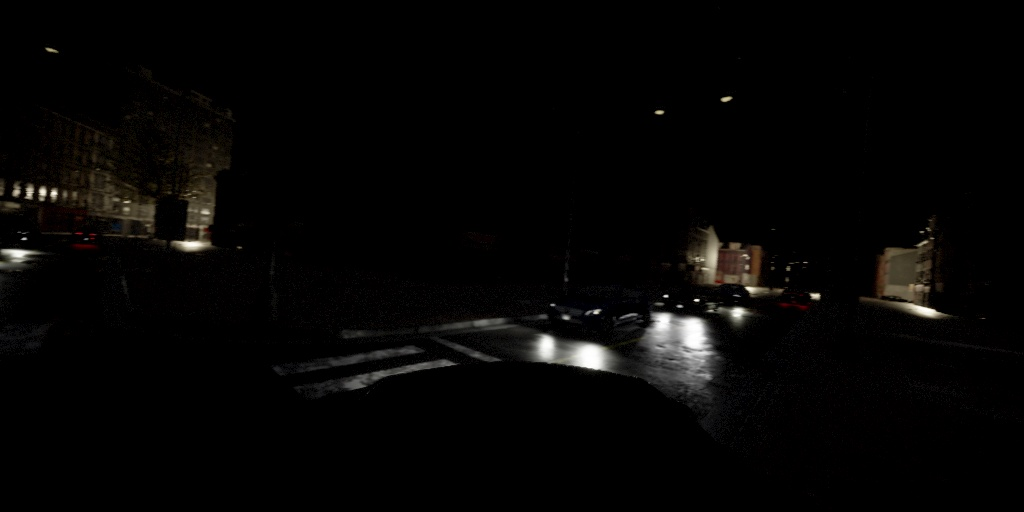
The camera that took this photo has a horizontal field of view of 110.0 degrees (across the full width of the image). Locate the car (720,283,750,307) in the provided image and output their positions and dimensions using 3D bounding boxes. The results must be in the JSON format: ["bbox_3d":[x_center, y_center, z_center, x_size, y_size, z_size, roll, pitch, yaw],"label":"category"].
[{"bbox_3d":[16.384,2.802,26.754,1.882,1.535,5.008,5,0,41],"label":"car"}]

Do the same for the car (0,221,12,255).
[{"bbox_3d":[-23.743,-0.753,15.418,4.892,1.490,1.837,5,-1,42],"label":"car"}]

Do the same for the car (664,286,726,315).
[{"bbox_3d":[9.748,2.295,19.285,1.895,1.301,4.718,5,0,42],"label":"car"}]

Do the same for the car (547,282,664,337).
[{"bbox_3d":[3.074,1.586,11.739,1.812,1.442,4.674,5,0,42],"label":"car"}]

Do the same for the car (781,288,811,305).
[{"bbox_3d":[27.906,3.887,35.354,1.882,1.535,5.008,5,0,42],"label":"car"}]

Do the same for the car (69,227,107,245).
[{"bbox_3d":[-37.988,-1.852,32.136,4.892,1.490,1.837,5,-1,42],"label":"car"}]

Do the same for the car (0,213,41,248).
[{"bbox_3d":[-31.532,-1.664,22.439,5.566,2.045,2.150,5,-1,42],"label":"car"}]
